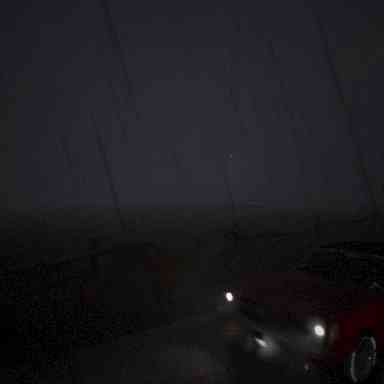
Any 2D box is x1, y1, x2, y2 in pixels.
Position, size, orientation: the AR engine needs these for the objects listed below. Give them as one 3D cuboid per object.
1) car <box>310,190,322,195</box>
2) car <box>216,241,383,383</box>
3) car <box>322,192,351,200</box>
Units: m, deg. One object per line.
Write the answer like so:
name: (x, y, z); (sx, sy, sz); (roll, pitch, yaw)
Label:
car: (32.397, 0.527, 84.936); (1.932, 1.855, 4.605); (-1, 0, -36)
car: (2.694, 1.567, 5.433); (4.718, 1.301, 1.895); (-1, 0, -36)
car: (28.978, 0.841, 65.953); (2.242, 1.667, 4.611); (-1, 0, -36)
